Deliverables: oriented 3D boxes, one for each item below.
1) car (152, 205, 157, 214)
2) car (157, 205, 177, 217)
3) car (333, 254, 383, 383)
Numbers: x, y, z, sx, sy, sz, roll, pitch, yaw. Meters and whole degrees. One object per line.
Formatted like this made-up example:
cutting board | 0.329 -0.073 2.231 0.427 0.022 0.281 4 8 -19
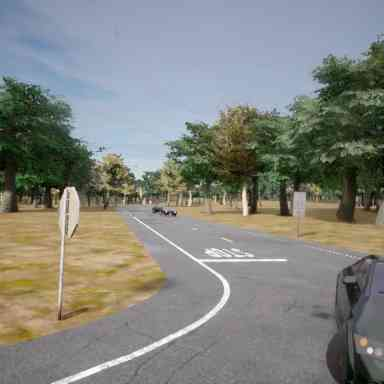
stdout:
car | -5.720 2.961 56.893 1.882 1.535 5.008 3 -2 -14
car | -3.465 2.850 48.046 1.895 1.301 4.718 3 -2 -13
car | 3.120 1.643 4.642 1.994 1.385 4.181 1 -1 22
